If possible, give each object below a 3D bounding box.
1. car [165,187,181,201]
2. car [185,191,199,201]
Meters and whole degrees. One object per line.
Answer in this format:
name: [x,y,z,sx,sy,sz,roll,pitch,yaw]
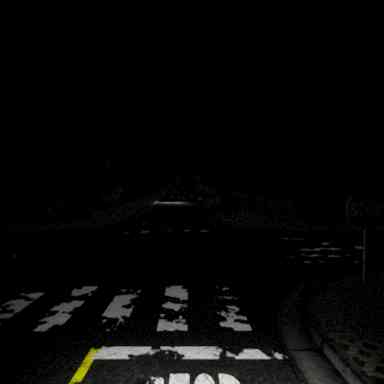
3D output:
car: [-2.801,0.240,50.332,2.150,2.045,5.566,0,2,0]
car: [-0.051,0.587,50.219,1.994,1.385,4.181,0,2,0]
